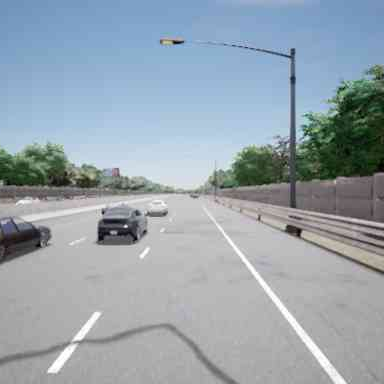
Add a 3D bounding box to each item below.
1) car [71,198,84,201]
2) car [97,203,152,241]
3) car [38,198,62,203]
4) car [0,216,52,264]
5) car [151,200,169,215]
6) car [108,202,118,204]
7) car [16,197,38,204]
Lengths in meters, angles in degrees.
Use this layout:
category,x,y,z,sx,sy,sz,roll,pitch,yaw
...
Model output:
category,x,y,z,sx,sy,sz,roll,pitch,yaw
car,-17.562,1.595,51.042,1.994,1.385,4.181,0,0,0
car,-3.397,1.521,16.866,1.837,1.490,4.892,0,0,0
car,-21.060,1.595,50.496,1.994,1.385,4.181,0,0,0
car,-6.899,1.560,11.785,2.033,1.411,5.357,0,0,0
car,-3.394,1.552,33.630,1.812,1.442,4.674,0,0,0
car,-6.895,1.626,30.949,1.895,1.301,4.718,0,0,0
car,-24.556,1.557,50.062,1.812,1.442,4.674,0,0,0
